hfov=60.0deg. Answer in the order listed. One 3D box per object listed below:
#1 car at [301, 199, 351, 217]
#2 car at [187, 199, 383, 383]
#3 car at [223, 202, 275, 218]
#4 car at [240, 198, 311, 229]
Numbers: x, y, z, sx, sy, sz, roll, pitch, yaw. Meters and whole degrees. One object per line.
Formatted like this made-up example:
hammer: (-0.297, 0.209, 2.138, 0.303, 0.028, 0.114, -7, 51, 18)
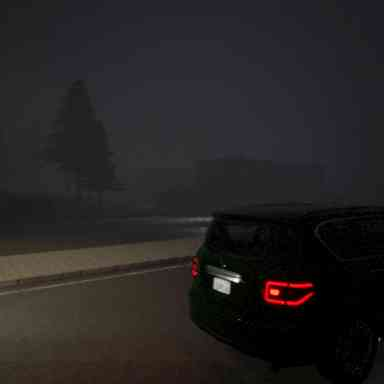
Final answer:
car: (12.689, 1.457, 31.358, 5.008, 1.535, 1.882, 0, 0, -35)
car: (2.541, 1.218, 5.559, 5.566, 2.045, 2.150, 0, 0, -35)
car: (5.250, 1.586, 30.420, 4.718, 1.301, 1.895, 0, 0, -35)
car: (5.589, 1.340, 22.083, 4.553, 1.767, 2.097, 0, 0, -35)
